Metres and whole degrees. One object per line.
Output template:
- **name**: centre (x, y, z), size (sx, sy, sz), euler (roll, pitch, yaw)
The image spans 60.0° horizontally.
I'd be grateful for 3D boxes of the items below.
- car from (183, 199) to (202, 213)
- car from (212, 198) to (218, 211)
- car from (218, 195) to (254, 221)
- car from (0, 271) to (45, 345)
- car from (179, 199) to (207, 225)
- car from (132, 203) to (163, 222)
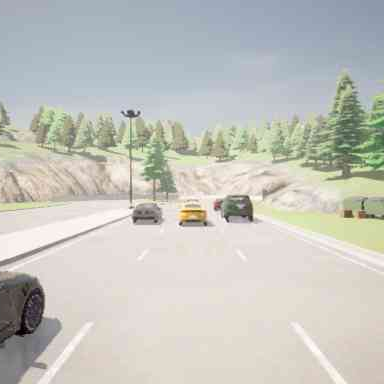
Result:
- **car**: centre (0.078, 1.547, 38.731), size (2.033, 1.411, 5.357), euler (0, 0, 0)
- **car**: centre (3.587, 1.478, 40.671), size (1.882, 1.535, 5.008), euler (0, 0, 0)
- **car**: centre (3.588, 1.222, 27.084), size (2.150, 2.045, 5.566), euler (0, 0, 0)
- **car**: centre (-3.404, 1.526, 3.731), size (1.812, 1.442, 4.674), euler (0, 0, 0)
- **car**: centre (0.077, 1.477, 24.436), size (1.882, 1.535, 5.008), euler (0, 0, 0)
- **car**: centre (-3.416, 1.548, 25.930), size (2.033, 1.411, 5.357), euler (0, 0, 0)
